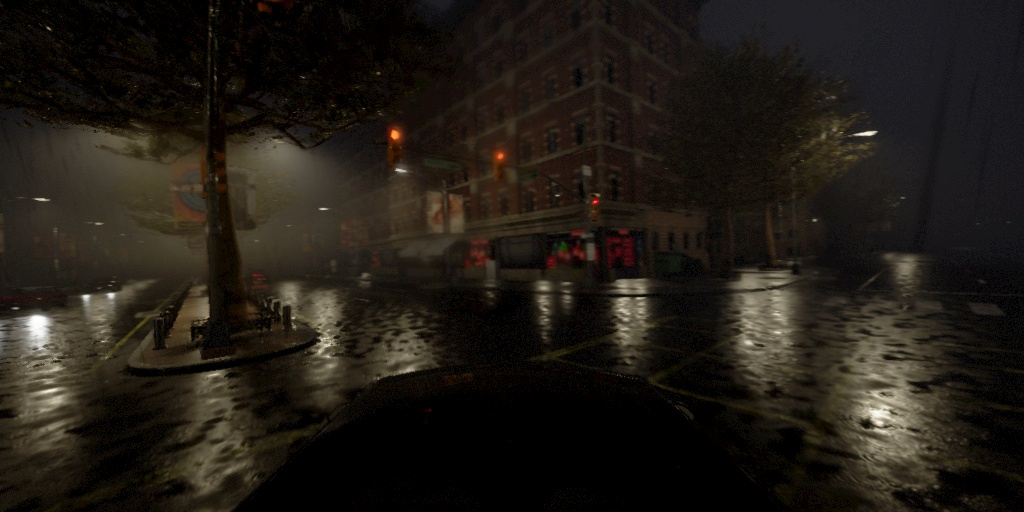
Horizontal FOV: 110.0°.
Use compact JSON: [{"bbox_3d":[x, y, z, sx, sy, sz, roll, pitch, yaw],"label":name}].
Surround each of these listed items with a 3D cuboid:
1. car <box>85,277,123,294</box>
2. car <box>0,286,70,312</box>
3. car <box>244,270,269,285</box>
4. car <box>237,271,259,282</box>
[{"bbox_3d":[-38.479,2.716,33.883,1.837,1.490,4.892,-2,0,-40],"label":"car"},{"bbox_3d":[-26.186,2.350,19.537,1.895,1.301,4.718,-2,0,-41],"label":"car"},{"bbox_3d":[-28.095,2.298,39.479,1.837,1.490,4.892,-2,0,-41],"label":"car"},{"bbox_3d":[-34.921,2.649,47.388,1.895,1.301,4.718,-2,0,-41],"label":"car"}]
